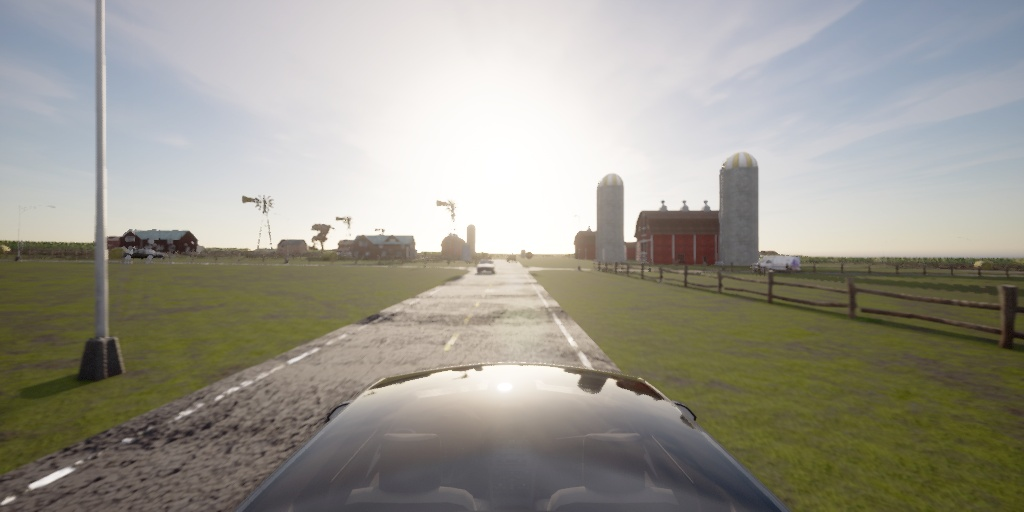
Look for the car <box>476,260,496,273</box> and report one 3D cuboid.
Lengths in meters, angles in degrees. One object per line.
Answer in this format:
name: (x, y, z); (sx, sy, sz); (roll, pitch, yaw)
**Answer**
car: (-2.773, 1.125, 39.261); (2.033, 1.411, 5.357); (0, 0, 0)
